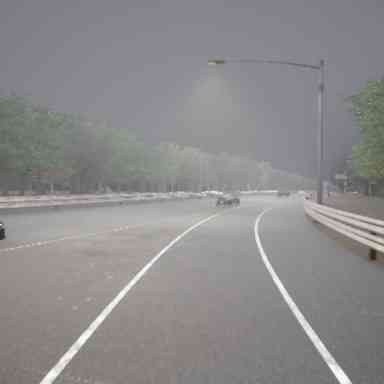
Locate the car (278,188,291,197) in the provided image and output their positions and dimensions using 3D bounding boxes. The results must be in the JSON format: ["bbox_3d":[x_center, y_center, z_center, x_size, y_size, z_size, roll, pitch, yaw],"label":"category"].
[{"bbox_3d":[20.925,0.163,75.522,2.150,2.045,5.566,1,1,25],"label":"car"}]

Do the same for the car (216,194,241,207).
[{"bbox_3d":[4.359,0.946,39.996,1.812,1.442,4.674,1,1,25],"label":"car"}]

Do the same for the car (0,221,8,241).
[{"bbox_3d":[-8.912,1.335,11.423,2.128,1.511,4.902,1,1,25],"label":"car"}]
